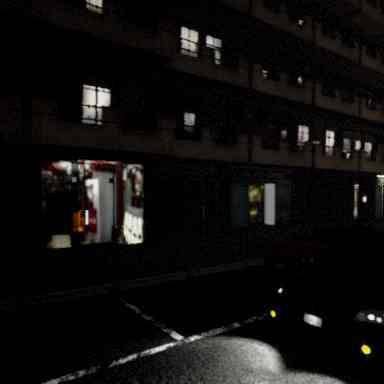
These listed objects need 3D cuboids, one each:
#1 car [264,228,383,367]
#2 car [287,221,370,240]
[{"bbox_3d":[3.275,1.569,5.705,4.181,1.385,1.994,0,0,-35],"label":"car"},{"bbox_3d":[3.968,1.553,9.389,4.507,1.381,1.887,0,0,-36],"label":"car"}]
